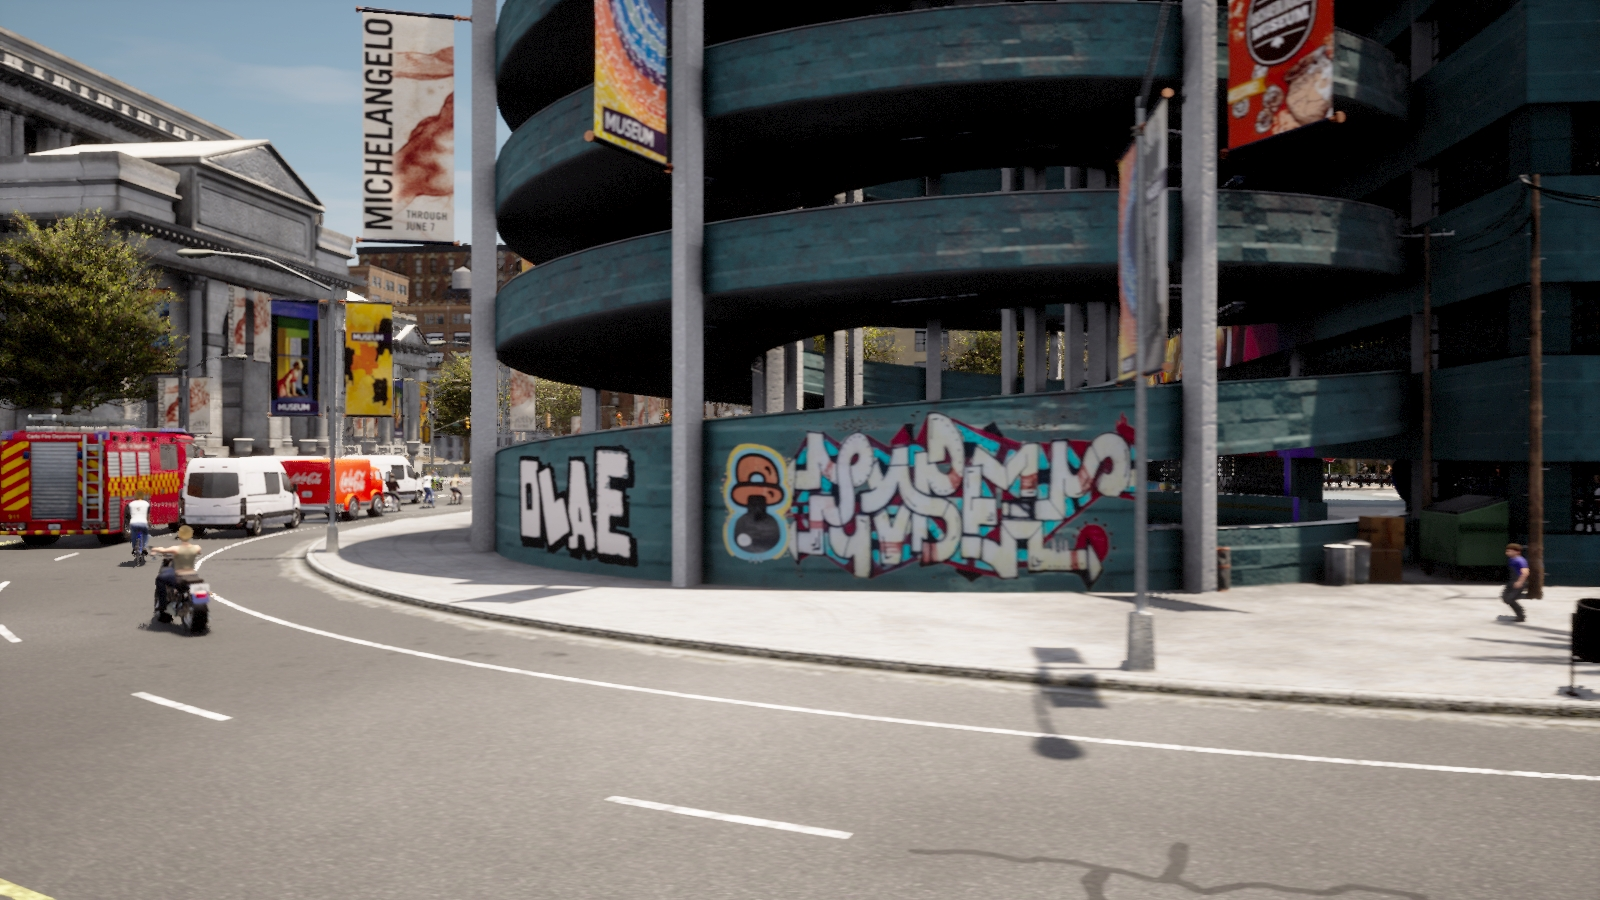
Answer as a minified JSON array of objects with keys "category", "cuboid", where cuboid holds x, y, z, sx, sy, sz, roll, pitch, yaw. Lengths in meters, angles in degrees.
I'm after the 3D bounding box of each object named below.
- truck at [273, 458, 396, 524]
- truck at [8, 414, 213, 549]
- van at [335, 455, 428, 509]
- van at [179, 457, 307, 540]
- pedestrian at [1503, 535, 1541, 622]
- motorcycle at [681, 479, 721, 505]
[{"category":"truck","cuboid":[-18.728,1.582,46.299,2.627,2.467,5.204,0,0,3]},{"category":"truck","cuboid":[-21.847,0.901,36.853,2.891,3.827,8.468,0,0,-11]},{"category":"van","cuboid":[-21.117,1.552,57.970,1.988,2.561,5.915,0,0,6]},{"category":"van","cuboid":[-18.768,1.546,38.825,1.988,2.561,5.915,0,0,-6]},{"category":"pedestrian","cuboid":[11.181,1.983,17.695,0.375,1.300,0.375,0,0,8]},{"category":"motorcycle","cuboid":[-5.233,2.190,60.246,0.764,1.277,2.356,0,0,-44]}]
